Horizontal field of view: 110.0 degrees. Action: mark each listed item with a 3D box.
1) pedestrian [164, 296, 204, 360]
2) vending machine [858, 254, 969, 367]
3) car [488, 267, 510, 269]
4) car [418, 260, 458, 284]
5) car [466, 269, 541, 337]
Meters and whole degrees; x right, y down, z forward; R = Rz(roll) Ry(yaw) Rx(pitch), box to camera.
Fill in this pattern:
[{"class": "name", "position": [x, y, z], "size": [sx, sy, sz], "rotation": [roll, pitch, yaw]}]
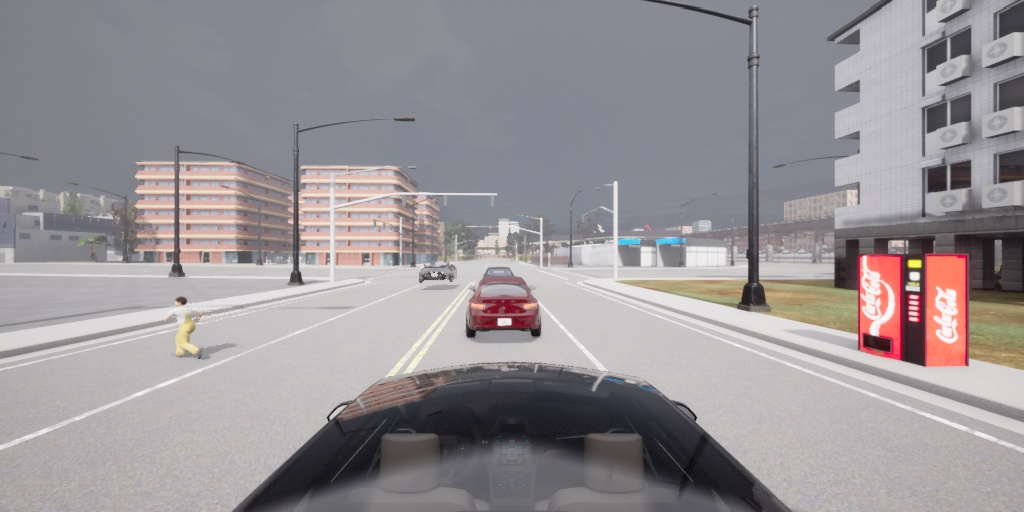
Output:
[{"class": "pedestrian", "position": [-6.284, 1.324, 6.897], "size": [0.375, 1.300, 0.375], "rotation": [0, 0, -3]}, {"class": "vending machine", "position": [7.223, 0.945, 6.523], "size": [1.100, 2.100, 0.880], "rotation": [0, 0, -3]}, {"class": "car", "position": [-0.727, 1.297, 19.729], "size": [2.033, 1.411, 5.357], "rotation": [0, 0, -3]}, {"class": "car", "position": [-4.441, 0.917, 21.965], "size": [1.994, 1.385, 4.181], "rotation": [0, 0, -3]}, {"class": "car", "position": [-0.269, 1.276, 10.155], "size": [1.812, 1.442, 4.674], "rotation": [0, 0, -3]}]
